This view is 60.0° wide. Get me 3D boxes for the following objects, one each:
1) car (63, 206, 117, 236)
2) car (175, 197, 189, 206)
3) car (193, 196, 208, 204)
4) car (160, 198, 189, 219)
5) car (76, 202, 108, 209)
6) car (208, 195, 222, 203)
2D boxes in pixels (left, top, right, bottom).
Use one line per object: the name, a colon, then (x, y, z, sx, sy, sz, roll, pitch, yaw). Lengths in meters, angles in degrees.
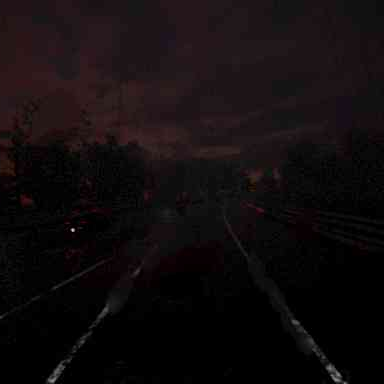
car: (-6.943, 2.054, 22.729, 1.837, 1.490, 4.892, -4, 0, 8)
car: (-2.020, 1.990, 71.112, 1.837, 1.490, 4.892, -4, 0, 12)
car: (1.578, 1.788, 71.245, 1.994, 1.385, 4.181, -4, 0, 12)
car: (-1.870, 1.754, 32.964, 1.837, 1.490, 4.892, -4, 0, 9)
car: (-9.147, 1.978, 31.856, 2.150, 2.045, 5.566, -4, 0, 9)
car: (5.171, 1.480, 71.403, 1.837, 1.490, 4.892, -4, 0, 12)
